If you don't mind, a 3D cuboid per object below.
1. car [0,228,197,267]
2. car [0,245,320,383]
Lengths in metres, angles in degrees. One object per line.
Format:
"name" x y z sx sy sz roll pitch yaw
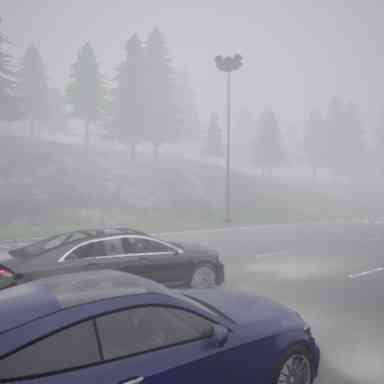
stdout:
"car" -1.468 1.516 6.998 4.902 1.511 2.128 1 0 -35
"car" -0.730 1.536 3.224 4.674 1.442 1.812 1 0 -36
